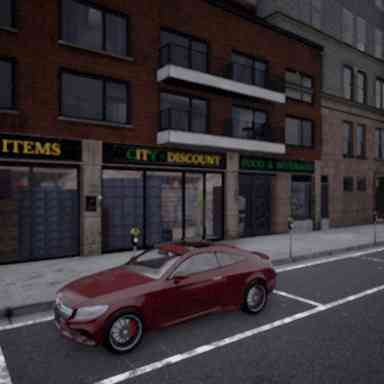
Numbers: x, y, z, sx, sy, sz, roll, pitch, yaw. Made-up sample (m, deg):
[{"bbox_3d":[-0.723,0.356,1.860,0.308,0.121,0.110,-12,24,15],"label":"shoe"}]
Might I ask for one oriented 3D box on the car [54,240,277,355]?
[{"bbox_3d":[-0.234,1.579,6.020,4.206,1.307,1.802,0,0,-35],"label":"car"}]
